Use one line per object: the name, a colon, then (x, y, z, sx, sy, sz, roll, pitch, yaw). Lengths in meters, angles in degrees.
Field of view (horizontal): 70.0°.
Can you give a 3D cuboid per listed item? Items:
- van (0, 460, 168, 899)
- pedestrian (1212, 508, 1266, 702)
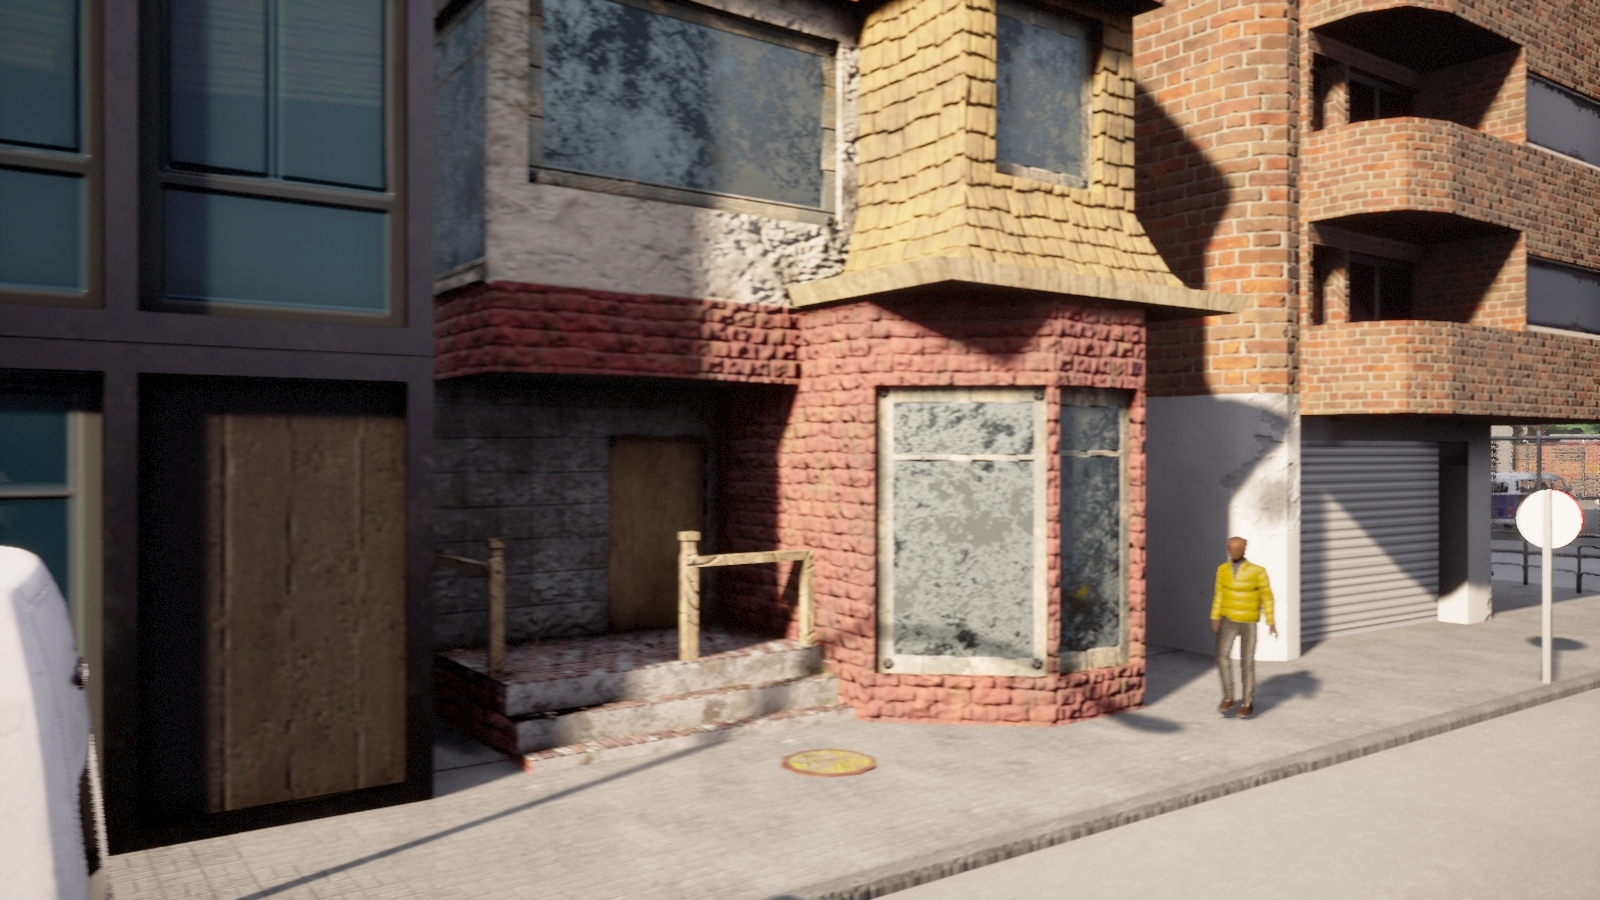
van: (-4.241, 1.313, 1.371, 5.915, 2.561, 1.988, 0, 0, -35)
pedestrian: (4.386, 1.524, 11.409, 0.375, 1.860, 0.375, 0, 0, -44)
